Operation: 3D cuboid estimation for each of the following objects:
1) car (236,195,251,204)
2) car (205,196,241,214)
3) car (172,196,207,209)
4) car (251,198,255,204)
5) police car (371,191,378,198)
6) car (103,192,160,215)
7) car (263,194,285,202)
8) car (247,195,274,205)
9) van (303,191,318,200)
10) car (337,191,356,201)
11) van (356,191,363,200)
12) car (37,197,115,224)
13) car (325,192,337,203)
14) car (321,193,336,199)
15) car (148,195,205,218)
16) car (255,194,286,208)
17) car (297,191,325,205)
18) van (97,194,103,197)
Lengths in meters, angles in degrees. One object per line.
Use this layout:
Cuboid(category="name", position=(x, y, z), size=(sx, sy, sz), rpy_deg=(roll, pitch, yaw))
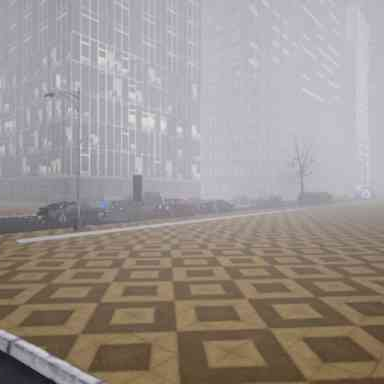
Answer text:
Cuboid(category="car", position=(7.132, 1.146, 49.996), size=(1.947, 1.339, 4.313), rpy_deg=(1, 1, 41))
Cuboid(category="car", position=(2.451, 1.319, 31.522), size=(1.947, 1.339, 4.313), rpy_deg=(1, 1, 41))
Cuboid(category="car", position=(-0.266, 1.217, 41.355), size=(1.887, 1.381, 4.507), rpy_deg=(1, 1, 41))
Cuboid(category="car", position=(10.644, 1.162, 45.280), size=(2.033, 1.411, 5.357), rpy_deg=(0, 1, 41))
Cuboid(category="police car", position=(43.051, 0.671, 79.619), size=(1.930, 1.638, 5.238), rpy_deg=(0, 1, 41))
Cuboid(category="car", position=(-5.232, 0.990, 31.554), size=(2.150, 2.045, 5.566), rpy_deg=(0, 1, 41))
Cuboid(category="car", position=(14.527, 1.055, 58.644), size=(1.947, 1.339, 4.313), rpy_deg=(1, 1, 41))
Cuboid(category="car", position=(10.314, 1.178, 49.616), size=(1.895, 1.301, 4.718), rpy_deg=(0, 1, 41))
Cuboid(category="van", position=(25.618, 0.693, 71.613), size=(1.690, 1.788, 3.998), rpy_deg=(1, 1, 41))
Cuboid(category="car", position=(28.388, 0.956, 61.960), size=(1.752, 1.417, 4.829), rpy_deg=(1, 1, 41))
Cuboid(category="van", position=(35.672, 0.682, 70.476), size=(1.690, 1.788, 3.998), rpy_deg=(1, 1, 41))
Cuboid(category="car", position=(-8.212, 1.353, 23.301), size=(1.837, 1.490, 4.892), rpy_deg=(0, 0, 41))
Cuboid(category="car", position=(20.885, 0.838, 53.180), size=(2.192, 1.841, 5.009), rpy_deg=(1, 1, 41))
Cuboid(category="car", position=(33.011, 0.827, 80.265), size=(1.947, 1.339, 4.313), rpy_deg=(1, 1, 41))
Cuboid(category="car", position=(-1.202, 1.239, 27.160), size=(1.967, 1.590, 4.097), rpy_deg=(1, 1, 41))
Cuboid(category="car", position=(9.794, 1.243, 40.212), size=(1.802, 1.307, 4.206), rpy_deg=(1, 1, 41))
Cuboid(category="car", position=(17.188, 0.884, 48.856), size=(2.192, 1.841, 5.009), rpy_deg=(1, 1, 41))
Cuboid(category="van", position=(-7.743, 1.105, 32.777), size=(1.690, 1.788, 3.998), rpy_deg=(1, 1, 41))
